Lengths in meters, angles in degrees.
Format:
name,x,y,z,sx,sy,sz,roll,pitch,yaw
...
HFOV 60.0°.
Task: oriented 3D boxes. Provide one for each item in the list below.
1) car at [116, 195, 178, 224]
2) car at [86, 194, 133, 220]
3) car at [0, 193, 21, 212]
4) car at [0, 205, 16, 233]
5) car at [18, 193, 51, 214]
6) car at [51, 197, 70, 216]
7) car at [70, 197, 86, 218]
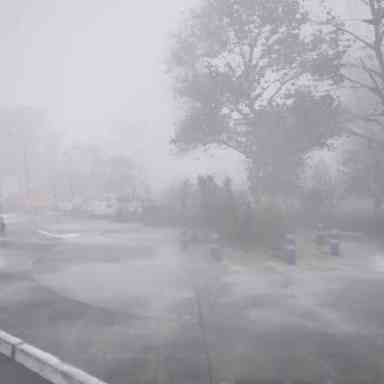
name,x,y,z,sx,sy,sz,roll,pitch,yaw
car,-3.067,1.329,25.228,2.185,1.767,4.553,0,0,36
car,-5.291,1.185,26.904,2.435,2.045,5.566,0,0,36
car,-16.692,1.096,35.113,2.435,2.045,5.566,0,0,36
car,-10.803,1.493,14.738,2.002,1.452,4.674,0,-1,36
car,-14.367,1.240,33.365,2.185,1.767,4.553,0,0,36
car,-9.912,1.275,30.234,2.185,1.767,4.553,0,0,36
car,-7.652,1.293,28.607,2.185,1.767,4.553,0,0,36
